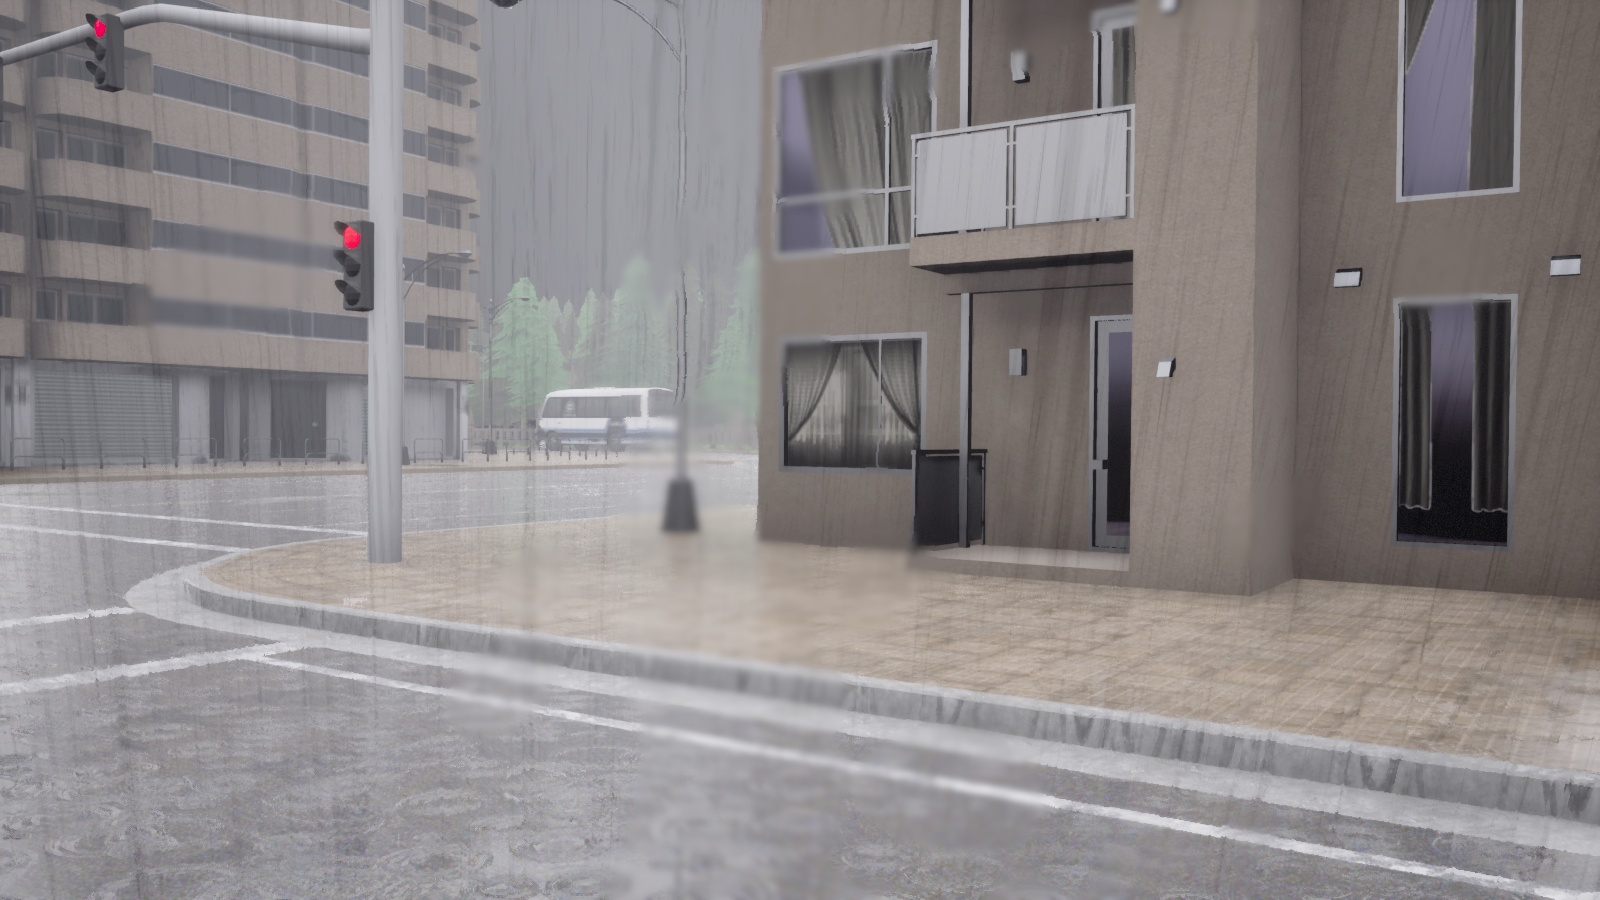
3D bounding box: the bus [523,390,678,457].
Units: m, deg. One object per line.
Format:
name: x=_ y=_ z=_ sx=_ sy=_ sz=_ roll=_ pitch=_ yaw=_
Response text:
bus: x=-13.463 y=-1.730 z=84.341 sx=10.273 sy=4.253 sz=3.944 roll=0 pitch=1 yaw=34
